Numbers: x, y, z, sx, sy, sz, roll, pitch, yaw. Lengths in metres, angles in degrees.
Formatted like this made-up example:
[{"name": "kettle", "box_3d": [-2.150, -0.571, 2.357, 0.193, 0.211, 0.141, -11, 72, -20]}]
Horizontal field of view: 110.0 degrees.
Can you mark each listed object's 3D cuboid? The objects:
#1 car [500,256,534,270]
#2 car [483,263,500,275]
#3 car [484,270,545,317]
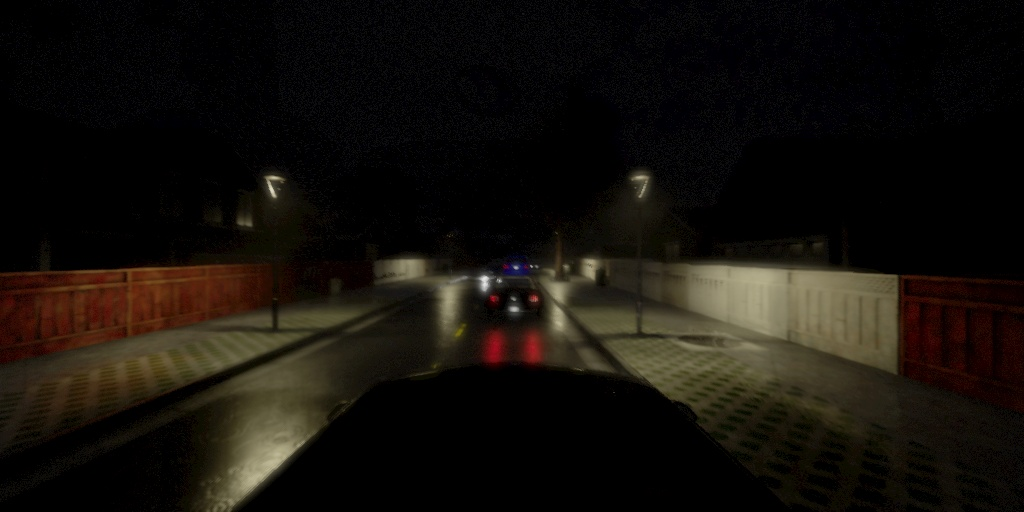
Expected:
[{"name": "car", "box_3d": [0.484, 1.000, 29.411, 2.150, 2.045, 5.566, 0, 0, 3]}, {"name": "car", "box_3d": [-1.829, 1.394, 38.302, 1.895, 1.301, 4.718, 0, 0, 5]}, {"name": "car", "box_3d": [0.094, 1.363, 13.312, 1.895, 1.301, 4.718, 0, 0, 0]}]
